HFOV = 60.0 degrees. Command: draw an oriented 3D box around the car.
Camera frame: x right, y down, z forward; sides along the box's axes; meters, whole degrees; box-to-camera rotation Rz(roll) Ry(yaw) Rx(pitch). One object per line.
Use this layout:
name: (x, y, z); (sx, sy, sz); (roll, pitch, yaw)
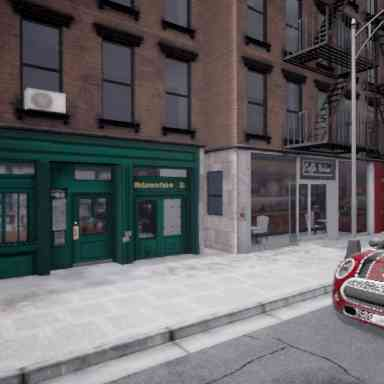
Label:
car: (4.692, 1.351, 6.323); (4.553, 1.767, 2.097); (0, 0, -36)
